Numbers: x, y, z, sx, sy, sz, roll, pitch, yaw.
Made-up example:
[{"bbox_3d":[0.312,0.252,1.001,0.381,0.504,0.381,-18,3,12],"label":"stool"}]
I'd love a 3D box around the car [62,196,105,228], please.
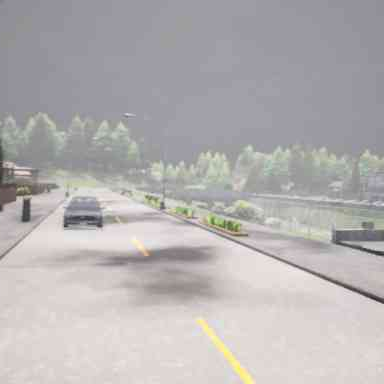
[{"bbox_3d":[-5.632,0.958,17.380,2.033,1.411,5.357,2,1,-18],"label":"car"}]
